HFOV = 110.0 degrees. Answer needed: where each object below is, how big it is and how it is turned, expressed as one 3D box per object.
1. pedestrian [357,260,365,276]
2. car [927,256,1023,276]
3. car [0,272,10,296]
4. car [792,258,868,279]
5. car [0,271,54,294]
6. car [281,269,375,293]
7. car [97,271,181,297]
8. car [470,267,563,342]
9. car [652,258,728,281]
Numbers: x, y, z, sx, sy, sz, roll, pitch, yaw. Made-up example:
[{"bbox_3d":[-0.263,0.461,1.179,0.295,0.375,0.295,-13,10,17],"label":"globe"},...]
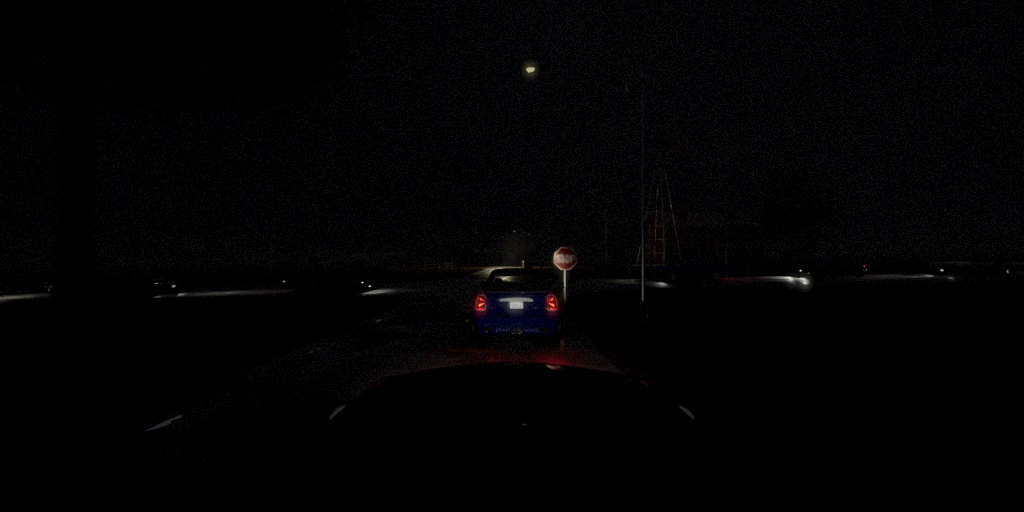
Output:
[{"bbox_3d":[-12.145,1.215,28.819,0.375,1.860,0.375,0,2,0],"label":"pedestrian"},{"bbox_3d":[32.862,0.663,25.539,4.718,1.301,1.895,-1,1,1],"label":"car"},{"bbox_3d":[-36.044,1.912,22.991,5.008,1.535,1.882,-1,1,0],"label":"car"},{"bbox_3d":[22.613,0.835,25.602,4.181,1.385,1.994,-1,1,0],"label":"car"},{"bbox_3d":[-33.648,1.846,25.911,4.892,1.490,1.837,-1,1,0],"label":"car"},{"bbox_3d":[-11.525,1.539,22.564,5.357,1.411,2.033,-1,1,4],"label":"car"},{"bbox_3d":[-24.081,1.712,22.917,4.902,1.511,2.128,-1,1,0],"label":"car"},{"bbox_3d":[0.103,1.104,9.979,2.097,1.767,4.553,0,0,0],"label":"car"},{"bbox_3d":[12.660,0.948,25.653,5.008,1.535,1.882,-1,1,0],"label":"car"}]
